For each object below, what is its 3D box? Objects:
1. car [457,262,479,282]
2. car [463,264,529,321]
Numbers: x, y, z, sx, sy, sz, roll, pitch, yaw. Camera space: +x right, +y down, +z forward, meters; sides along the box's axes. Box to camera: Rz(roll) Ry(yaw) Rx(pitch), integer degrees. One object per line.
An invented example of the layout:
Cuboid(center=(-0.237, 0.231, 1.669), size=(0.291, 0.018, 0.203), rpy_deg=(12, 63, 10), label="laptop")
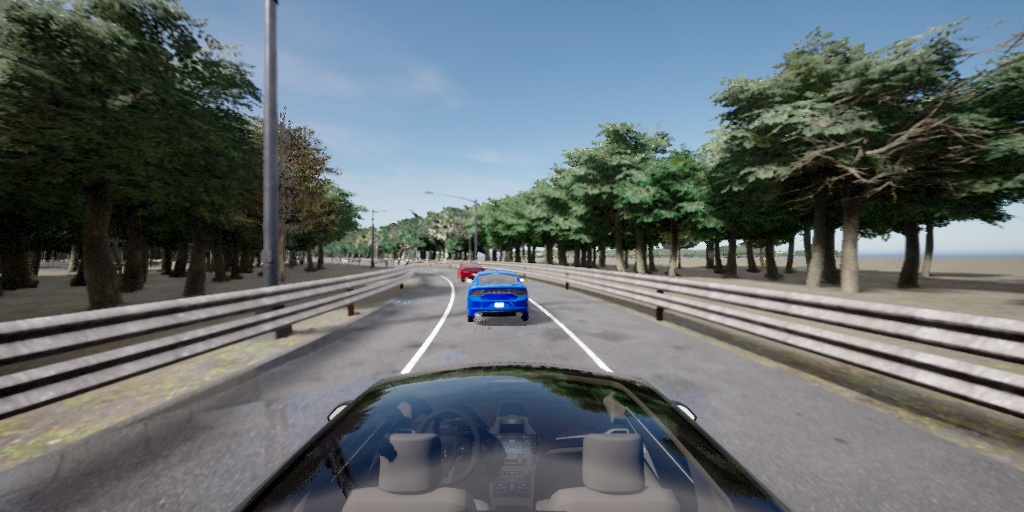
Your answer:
Cuboid(center=(-3.454, 1.250, 29.507), size=(1.882, 1.535, 5.008), rpy_deg=(0, 0, -14), label="car")
Cuboid(center=(-0.566, 1.230, 12.566), size=(1.882, 1.535, 5.008), rpy_deg=(0, 0, -5), label="car")
